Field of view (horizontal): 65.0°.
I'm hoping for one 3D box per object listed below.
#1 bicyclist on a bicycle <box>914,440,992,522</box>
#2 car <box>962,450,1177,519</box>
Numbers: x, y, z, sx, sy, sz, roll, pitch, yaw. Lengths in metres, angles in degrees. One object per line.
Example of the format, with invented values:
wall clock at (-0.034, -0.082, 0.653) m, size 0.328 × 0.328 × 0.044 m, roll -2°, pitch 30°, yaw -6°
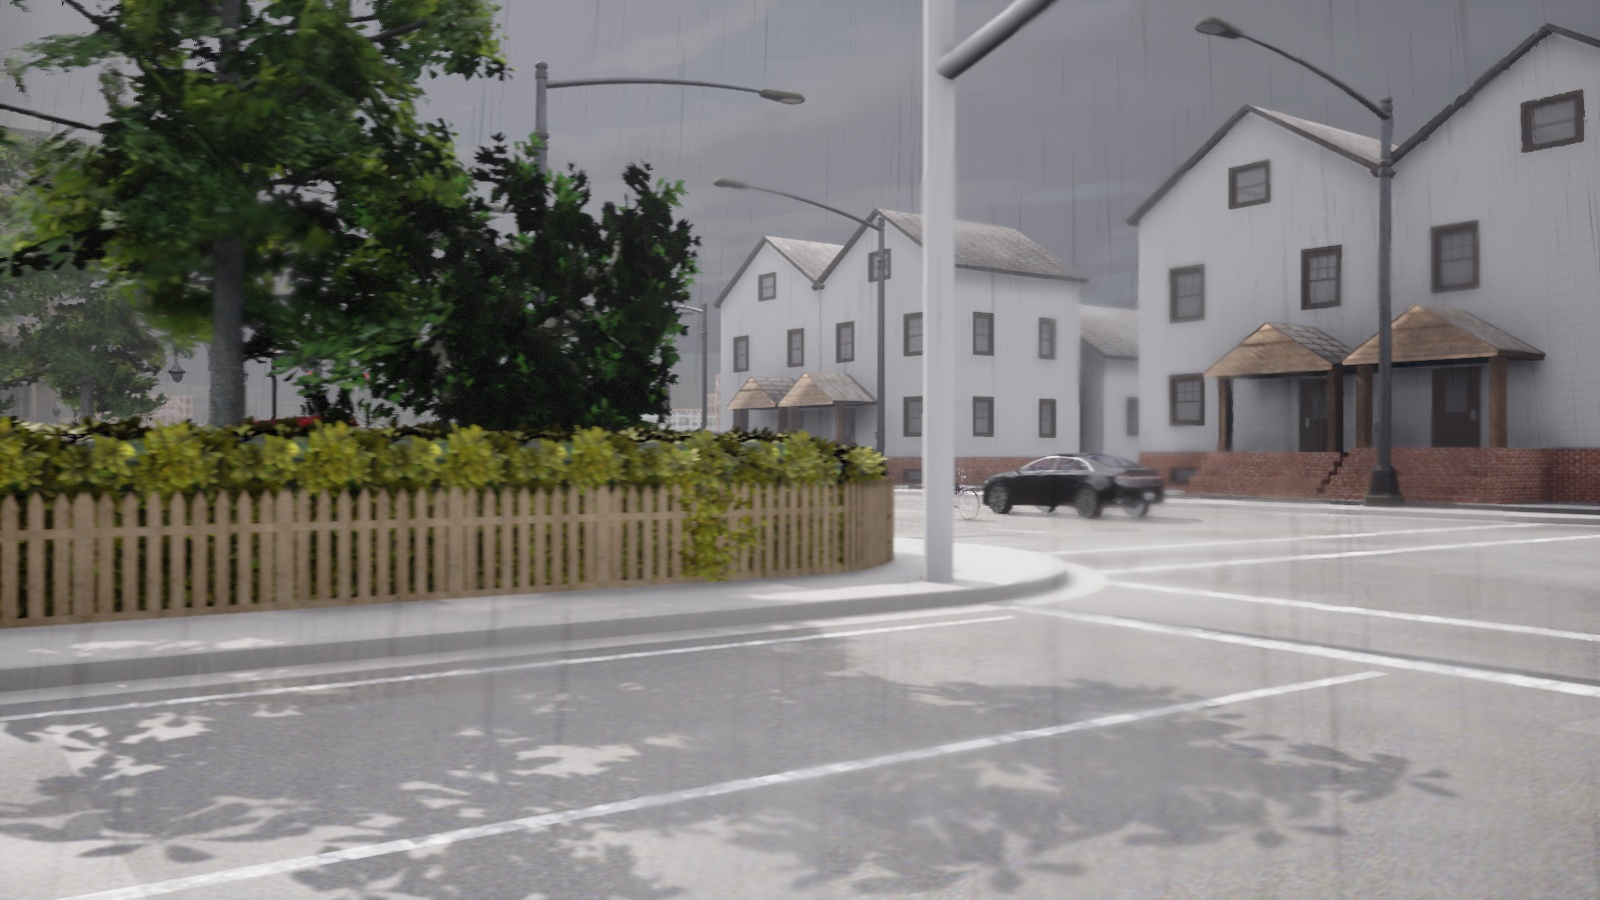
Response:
bicyclist on a bicycle at (3.406, 0.678, 28.098) m, size 0.659 × 1.776 × 1.843 m, roll 0°, pitch 0°, yaw -35°
car at (6.316, 0.763, 30.042) m, size 2.128 × 1.511 × 4.902 m, roll 0°, pitch 0°, yaw -35°
